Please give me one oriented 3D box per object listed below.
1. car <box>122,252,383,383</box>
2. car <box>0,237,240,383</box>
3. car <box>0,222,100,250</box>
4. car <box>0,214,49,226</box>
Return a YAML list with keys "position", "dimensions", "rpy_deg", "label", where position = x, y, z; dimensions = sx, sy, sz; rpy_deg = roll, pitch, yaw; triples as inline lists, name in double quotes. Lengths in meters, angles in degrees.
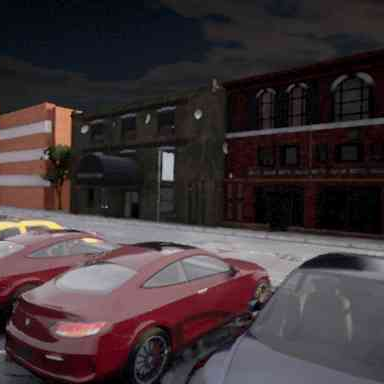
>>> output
- position: [1.839, 1.541, 3.597]
  dimensions: [2.163, 1.488, 4.792]
  rpy_deg: [0, 0, 38]
  label: "car"
- position: [-0.381, 1.532, 5.348]
  dimensions: [2.002, 1.452, 4.674]
  rpy_deg: [0, 0, 38]
  label: "car"
- position: [-2.616, 1.512, 7.076]
  dimensions: [2.002, 1.452, 4.674]
  rpy_deg: [1, 0, 38]
  label: "car"
- position: [-4.962, 1.448, 8.661]
  dimensions: [1.946, 1.575, 5.366]
  rpy_deg: [0, 0, 38]
  label: "car"
